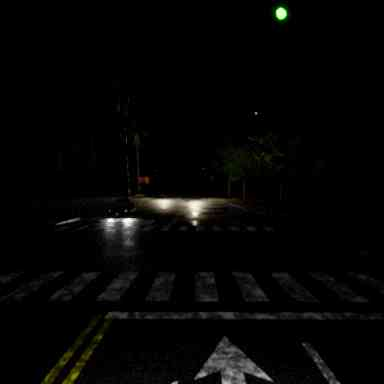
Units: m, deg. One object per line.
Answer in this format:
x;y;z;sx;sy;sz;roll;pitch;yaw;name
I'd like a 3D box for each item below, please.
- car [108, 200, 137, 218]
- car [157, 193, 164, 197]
-6.141;1.499;29.752;1.812;1.442;4.674;0;1;1;car
-7.683;1.008;81.059;1.837;1.490;4.892;0;0;-5;car
